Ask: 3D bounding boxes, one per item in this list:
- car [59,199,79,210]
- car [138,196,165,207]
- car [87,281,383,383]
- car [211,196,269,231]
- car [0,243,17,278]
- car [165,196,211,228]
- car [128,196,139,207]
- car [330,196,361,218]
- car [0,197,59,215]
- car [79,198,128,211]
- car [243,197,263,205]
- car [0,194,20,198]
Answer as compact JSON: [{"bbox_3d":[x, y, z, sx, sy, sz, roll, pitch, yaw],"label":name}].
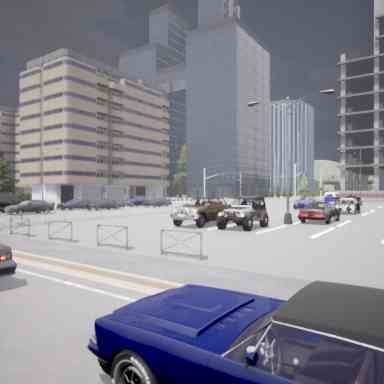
[{"bbox_3d":[-14.522,1.541,42.513,2.033,1.411,5.357,0,0,34],"label":"car"},{"bbox_3d":[-5.162,1.542,50.154,2.033,1.411,5.357,0,0,34],"label":"car"},{"bbox_3d":[1.154,1.601,3.167,4.718,1.301,1.895,0,0,35],"label":"car"},{"bbox_3d":[3.042,1.155,19.256,1.905,1.878,3.866,0,0,34],"label":"car"},{"bbox_3d":[-6.692,1.546,8.682,5.357,1.411,2.033,0,0,35],"label":"car"},{"bbox_3d":[0.675,1.151,20.922,1.932,1.855,4.605,0,0,34],"label":"car"},{"bbox_3d":[-8.846,1.346,50.909,2.097,1.767,4.553,0,0,35],"label":"car"},{"bbox_3d":[15.066,1.394,32.211,1.970,1.475,3.806,0,0,34],"label":"car"},{"bbox_3d":[-16.284,1.520,33.566,1.812,1.442,4.674,0,0,34],"label":"car"},{"bbox_3d":[-10.954,1.542,41.538,2.033,1.411,5.357,0,0,34],"label":"car"},{"bbox_3d":[11.381,1.596,61.926,1.895,1.301,4.718,0,0,35],"label":"car"},{"bbox_3d":[-20.231,1.216,34.003,2.150,2.045,5.566,0,0,34],"label":"car"}]
